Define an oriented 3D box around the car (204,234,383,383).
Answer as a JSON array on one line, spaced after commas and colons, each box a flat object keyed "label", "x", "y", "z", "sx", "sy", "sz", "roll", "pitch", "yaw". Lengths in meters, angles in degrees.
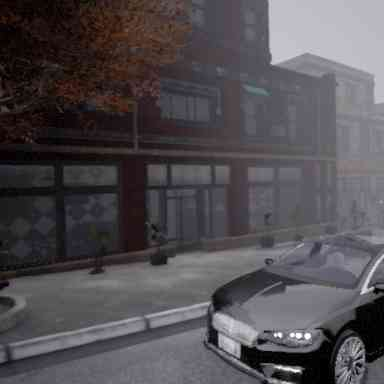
[{"label": "car", "x": 2.428, "y": 1.486, "z": 5.223, "sx": 4.902, "sy": 1.511, "sz": 2.128, "roll": 0, "pitch": 0, "yaw": -35}]
